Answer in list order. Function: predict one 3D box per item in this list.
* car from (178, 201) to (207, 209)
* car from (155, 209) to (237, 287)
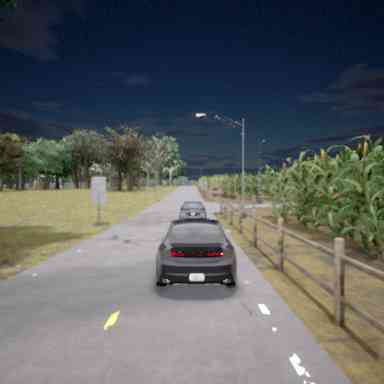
[{"bbox_3d":[0.059,1.318,22.374,2.033,1.411,5.357,0,1,0],"label":"car"},{"bbox_3d":[0.084,1.455,9.151,1.837,1.490,4.892,0,1,0],"label":"car"}]
